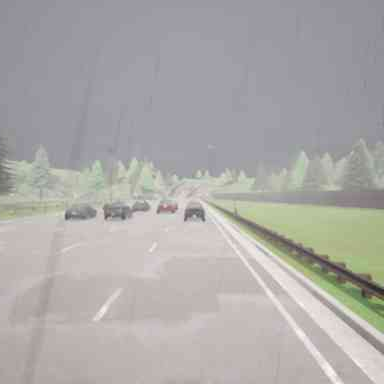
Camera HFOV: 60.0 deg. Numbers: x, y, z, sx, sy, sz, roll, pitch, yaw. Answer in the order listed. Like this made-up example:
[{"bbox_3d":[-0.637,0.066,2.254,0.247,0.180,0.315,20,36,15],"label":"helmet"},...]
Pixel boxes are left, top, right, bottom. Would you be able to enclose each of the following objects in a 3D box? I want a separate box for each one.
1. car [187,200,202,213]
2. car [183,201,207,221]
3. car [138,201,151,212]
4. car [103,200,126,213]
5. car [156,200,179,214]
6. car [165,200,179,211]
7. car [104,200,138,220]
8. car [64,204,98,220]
[{"bbox_3d":[0.350,1.936,44.819,1.837,1.490,4.892,0,0,1],"label":"car"},{"bbox_3d":[0.247,1.792,30.022,1.837,1.490,4.892,0,-1,1],"label":"car"},{"bbox_3d":[-6.666,1.881,44.440,2.128,1.511,4.902,0,0,1],"label":"car"},{"bbox_3d":[-10.170,1.846,44.140,1.882,1.535,5.008,0,0,1],"label":"car"},{"bbox_3d":[-3.132,1.728,41.065,2.097,1.767,4.553,0,-1,0],"label":"car"},{"bbox_3d":[-3.065,1.993,50.689,1.812,1.442,4.674,0,0,0],"label":"car"},{"bbox_3d":[-6.740,1.751,30.811,2.128,1.511,4.902,0,-1,1],"label":"car"},{"bbox_3d":[-10.232,1.806,30.920,1.994,1.385,4.181,0,-1,0],"label":"car"}]
